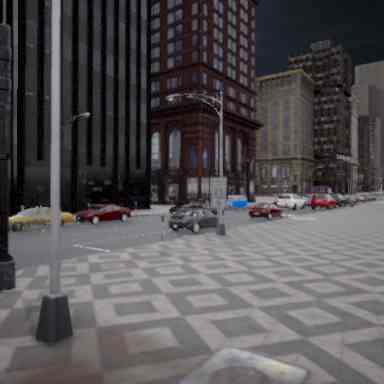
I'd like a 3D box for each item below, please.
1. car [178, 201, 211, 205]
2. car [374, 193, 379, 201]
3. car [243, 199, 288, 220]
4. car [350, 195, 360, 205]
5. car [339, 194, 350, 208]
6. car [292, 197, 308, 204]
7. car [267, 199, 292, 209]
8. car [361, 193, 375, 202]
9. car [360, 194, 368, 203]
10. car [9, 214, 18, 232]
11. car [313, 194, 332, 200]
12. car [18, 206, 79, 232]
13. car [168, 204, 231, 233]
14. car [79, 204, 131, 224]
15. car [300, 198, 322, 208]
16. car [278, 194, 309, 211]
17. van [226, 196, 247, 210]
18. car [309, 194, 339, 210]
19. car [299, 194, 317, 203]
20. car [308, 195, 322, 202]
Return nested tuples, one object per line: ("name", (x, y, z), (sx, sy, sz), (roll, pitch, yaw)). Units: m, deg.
("car", (0.952, 1.623, 31.475), (1.994, 1.385, 4.181), (0, 0, 35))
("car", (45.152, 1.520, 83.712), (1.947, 1.339, 4.313), (1, 1, 35))
("car", (6.552, 1.641, 29.240), (1.887, 1.381, 4.507), (1, 0, 35))
("car", (28.403, 1.611, 60.079), (1.947, 1.339, 4.313), (1, 0, 35))
("car", (21.395, 1.293, 49.592), (2.150, 2.045, 5.566), (0, 0, 35))
("car", (20.893, 1.573, 64.225), (1.802, 1.307, 4.206), (1, 0, 35))
("car", (12.696, 1.646, 47.881), (1.895, 1.301, 4.718), (0, 0, 35))
("car", (40.893, 1.551, 77.703), (1.947, 1.339, 4.313), (1, 1, 35))
("car", (34.647, 1.604, 68.890), (1.802, 1.307, 4.206), (1, 1, 35))
("car", (-8.424, 1.609, 11.264), (1.882, 1.535, 5.008), (-1, 0, 4))
("car", (33.356, 1.300, 84.815), (4.403, 1.369, 2.008), (0, 1, 26))
("car", (-9.849, 1.598, 20.836), (1.752, 1.417, 4.829), (1, 1, 35))
("car", (0.310, 1.667, 20.430), (2.008, 1.369, 4.403), (1, 0, 35))
("car", (-6.687, 1.605, 25.300), (1.887, 1.381, 4.507), (1, 0, 35))
("car", (18.052, 1.610, 50.251), (1.994, 1.385, 4.181), (0, 0, 35))
("car", (12.683, 1.280, 42.583), (2.150, 2.045, 5.566), (0, 0, 36))
("van", (5.571, 1.367, 42.598), (1.690, 1.788, 3.998), (1, 0, 35))
("car", (17.348, 1.295, 43.880), (2.150, 2.045, 5.566), (0, 0, 35))
("car", (23.959, 1.297, 68.549), (2.192, 1.841, 5.009), (1, 0, 35))
("car", (27.024, 1.408, 72.875), (1.967, 1.590, 4.097), (1, 1, 35))
